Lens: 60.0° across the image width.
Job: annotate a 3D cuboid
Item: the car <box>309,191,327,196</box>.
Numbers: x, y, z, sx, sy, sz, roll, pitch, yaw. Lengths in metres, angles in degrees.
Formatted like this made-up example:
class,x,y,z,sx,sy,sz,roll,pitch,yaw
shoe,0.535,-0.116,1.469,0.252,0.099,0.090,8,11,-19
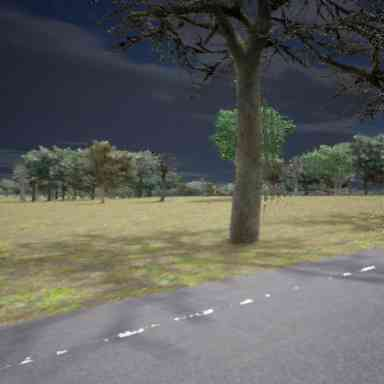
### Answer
class,x,y,z,sx,sy,sz,roll,pitch,yaw
car,33.045,0.392,87.099,2.128,1.511,4.902,2,-2,-35
